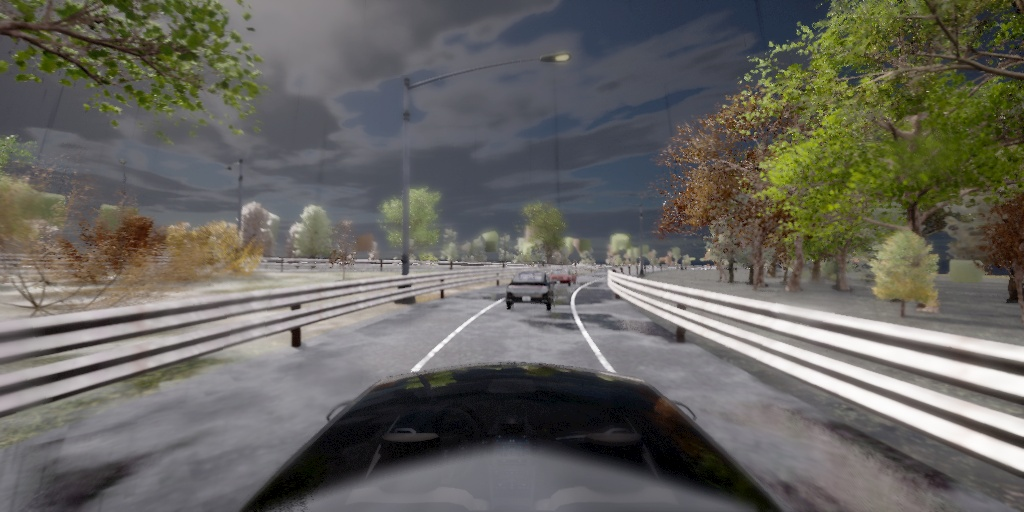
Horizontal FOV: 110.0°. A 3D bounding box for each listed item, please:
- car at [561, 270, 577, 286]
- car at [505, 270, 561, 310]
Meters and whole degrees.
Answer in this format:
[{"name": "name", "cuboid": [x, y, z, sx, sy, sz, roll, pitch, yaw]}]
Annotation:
[{"name": "car", "cuboid": [4.254, 1.795, 29.878, 1.895, 1.301, 4.718, 0, -1, 18]}, {"name": "car", "cuboid": [0.918, 1.420, 15.772, 2.128, 1.511, 4.902, 0, -1, 9]}]
